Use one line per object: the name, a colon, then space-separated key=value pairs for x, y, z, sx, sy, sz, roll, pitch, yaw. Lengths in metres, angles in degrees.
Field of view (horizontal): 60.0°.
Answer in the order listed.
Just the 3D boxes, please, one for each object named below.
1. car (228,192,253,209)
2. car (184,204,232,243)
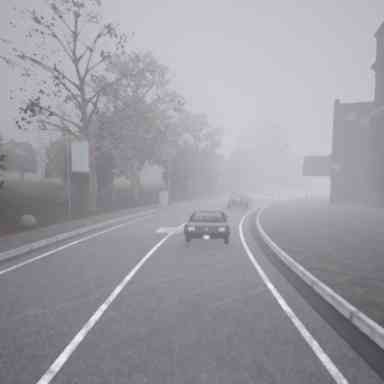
car: x=5.245 y=0.818 z=35.679 sx=2.097 sy=1.767 sz=4.553 roll=2 pitch=2 yaw=18
car: x=0.803 y=1.488 z=15.529 sx=1.895 sy=1.301 sz=4.718 roll=1 pitch=1 yaw=6
